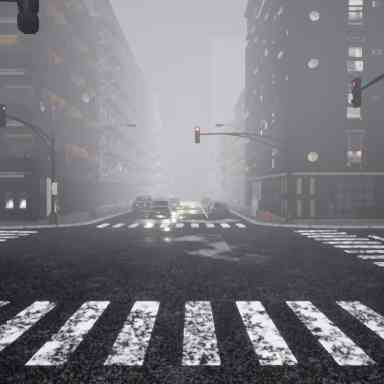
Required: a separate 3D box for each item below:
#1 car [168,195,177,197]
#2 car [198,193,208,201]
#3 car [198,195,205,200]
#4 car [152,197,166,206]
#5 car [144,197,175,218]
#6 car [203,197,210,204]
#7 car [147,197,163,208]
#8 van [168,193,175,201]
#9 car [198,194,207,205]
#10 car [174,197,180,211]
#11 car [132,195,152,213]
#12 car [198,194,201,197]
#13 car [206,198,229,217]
[{"bbox_3d":[-2.764,1.530,50.948,2.033,1.411,5.357,0,0,1],"label":"car"},{"bbox_3d":[2.567,1.282,81.317,2.192,1.841,5.009,-1,0,0],"label":"car"},{"bbox_3d":[2.573,1.541,92.395,1.802,1.307,4.206,-1,0,0],"label":"car"},{"bbox_3d":[-5.315,1.564,53.676,1.802,1.307,4.206,-1,0,0],"label":"car"},{"bbox_3d":[-2.836,1.496,30.197,1.837,1.490,4.892,0,0,0],"label":"car"},{"bbox_3d":[2.562,1.539,37.003,2.008,1.369,4.403,-1,0,0],"label":"car"},{"bbox_3d":[-5.317,1.509,47.968,1.752,1.417,4.829,-1,0,0],"label":"car"},{"bbox_3d":[-5.311,1.304,86.899,1.690,1.788,3.998,-1,0,0],"label":"van"},{"bbox_3d":[2.566,1.524,59.160,1.887,1.381,4.507,-1,0,0],"label":"car"},{"bbox_3d":[-2.831,1.588,40.297,1.895,1.301,4.718,0,0,0],"label":"car"},{"bbox_3d":[-5.322,1.304,37.064,2.192,1.841,5.009,-1,0,0],"label":"car"},{"bbox_3d":[2.570,1.552,75.778,1.802,1.307,4.206,-1,0,0],"label":"car"},{"bbox_3d":[2.561,1.573,31.464,1.802,1.307,4.206,-1,0,0],"label":"car"}]
